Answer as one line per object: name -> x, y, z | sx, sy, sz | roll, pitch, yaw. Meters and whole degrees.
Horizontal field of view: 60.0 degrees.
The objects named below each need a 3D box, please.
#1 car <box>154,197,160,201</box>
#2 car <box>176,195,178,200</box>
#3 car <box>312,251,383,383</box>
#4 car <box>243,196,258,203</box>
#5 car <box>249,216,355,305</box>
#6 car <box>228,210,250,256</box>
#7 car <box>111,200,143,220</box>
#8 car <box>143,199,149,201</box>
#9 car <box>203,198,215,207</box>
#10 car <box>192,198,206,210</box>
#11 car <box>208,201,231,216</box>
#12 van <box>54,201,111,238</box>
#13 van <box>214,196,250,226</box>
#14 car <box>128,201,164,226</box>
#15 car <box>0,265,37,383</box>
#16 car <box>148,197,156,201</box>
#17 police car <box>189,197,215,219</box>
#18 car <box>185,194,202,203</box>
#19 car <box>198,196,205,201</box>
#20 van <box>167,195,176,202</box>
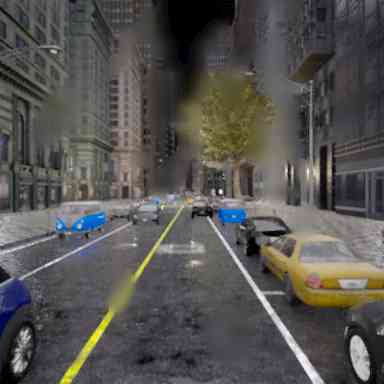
car -> -5.788, 1.698, 44.632 | 1.947, 1.339, 4.313 | 0, 0, 0
car -> -5.828, 1.861, 93.554 | 1.887, 1.381, 4.507 | 0, 0, 0
car -> 2.759, 1.558, 2.555 | 2.008, 1.369, 4.403 | 0, 0, 0
car -> 10.926, 1.463, 67.221 | 4.902, 1.511, 2.128 | -1, 0, 0
car -> 2.756, 1.548, 8.014 | 1.752, 1.417, 4.829 | 0, 0, 0
car -> 2.753, 1.603, 13.134 | 1.947, 1.339, 4.313 | 0, 0, 0
car -> -5.780, 1.631, 28.392 | 2.008, 1.369, 4.403 | 0, 0, 0
car -> -5.782, 1.679, 33.805 | 1.802, 1.307, 4.206 | 0, 0, 0
car -> 2.737, 1.697, 55.617 | 1.752, 1.417, 4.829 | 0, 0, 0
car -> 0.875, 1.645, 46.427 | 1.837, 1.490, 4.892 | 0, 0, 0
car -> 2.742, 1.650, 34.289 | 2.008, 1.369, 4.403 | 0, 0, 0
van -> -5.775, 1.390, 17.566 | 1.690, 1.788, 3.998 | 0, 0, 0
van -> 2.747, 1.408, 23.712 | 1.690, 1.788, 3.998 | 0, 0, 0
car -> -3.112, 1.594, 24.230 | 1.812, 1.442, 4.674 | 0, 0, 0
car -> -3.059, 1.359, 2.380 | 2.097, 1.767, 4.553 | 0, 0, 0
car -> -5.786, 1.659, 39.219 | 1.887, 1.381, 4.507 | 0, 0, 0
police car -> 0.884, 1.513, 30.537 | 1.930, 1.638, 5.238 | 0, 0, 0
car -> 1.298, 1.681, 64.455 | 1.882, 1.535, 5.008 | 0, 0, 36
car -> 2.727, 1.862, 93.540 | 1.887, 1.381, 4.507 | 0, 0, 0
van -> -5.826, 1.635, 88.030 | 1.690, 1.788, 3.998 | 0, 0, 0
